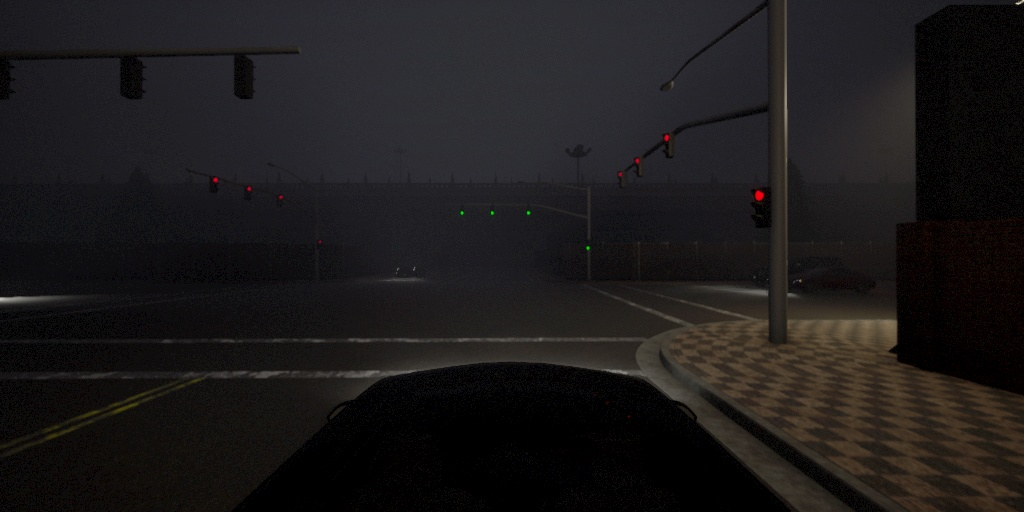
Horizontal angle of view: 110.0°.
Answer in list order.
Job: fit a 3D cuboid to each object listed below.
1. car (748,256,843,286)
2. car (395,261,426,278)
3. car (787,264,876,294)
[{"bbox_3d":[18.704,1.040,23.552,5.566,2.045,2.150,0,0,0],"label":"car"},{"bbox_3d":[-10.456,1.252,37.199,2.097,1.767,4.553,0,-1,0],"label":"car"},{"bbox_3d":[17.478,1.325,20.034,4.674,1.442,1.812,0,0,0],"label":"car"}]
